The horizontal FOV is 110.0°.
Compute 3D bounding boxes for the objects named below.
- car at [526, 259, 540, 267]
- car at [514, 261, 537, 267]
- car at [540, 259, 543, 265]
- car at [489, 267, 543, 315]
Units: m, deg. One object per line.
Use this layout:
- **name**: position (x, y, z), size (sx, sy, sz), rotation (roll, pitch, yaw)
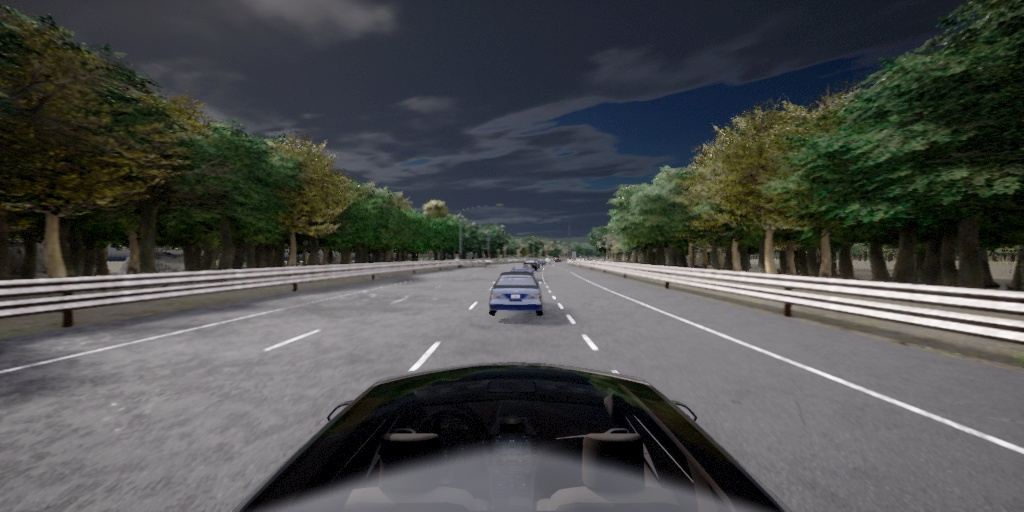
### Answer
- **car**: position (2.595, 1.249, 50.085), size (1.882, 1.535, 5.008), rotation (0, 0, 6)
- **car**: position (0.942, 1.360, 30.616), size (1.895, 1.301, 4.718), rotation (0, 0, 4)
- **car**: position (3.701, 1.317, 59.627), size (1.812, 1.442, 4.674), rotation (0, 0, 7)
- **car**: position (0.177, 1.300, 13.613), size (2.033, 1.411, 5.357), rotation (0, 0, 2)
